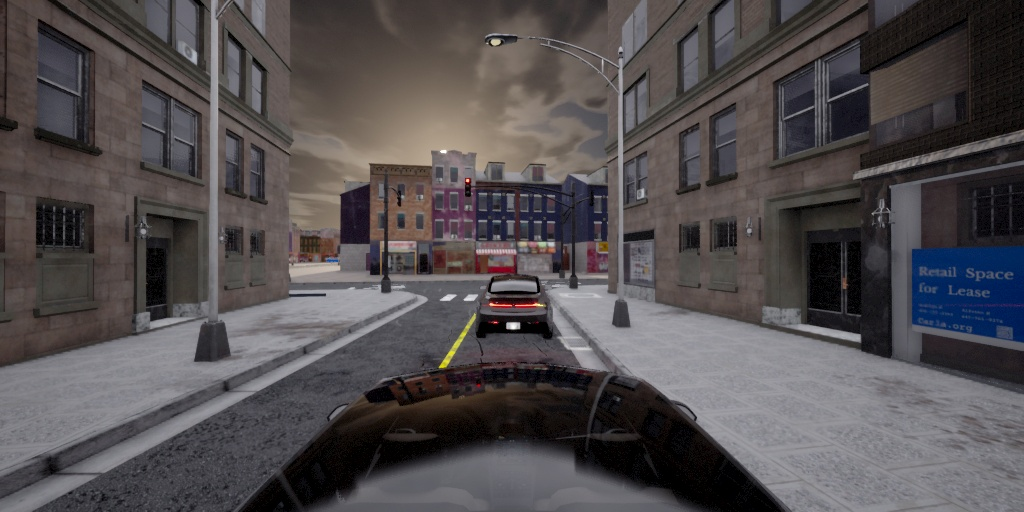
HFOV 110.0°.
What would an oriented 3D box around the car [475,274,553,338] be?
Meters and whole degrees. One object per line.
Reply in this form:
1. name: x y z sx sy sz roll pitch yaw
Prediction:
1. car: 0.097 1.255 10.137 1.837 1.490 4.892 0 0 2
